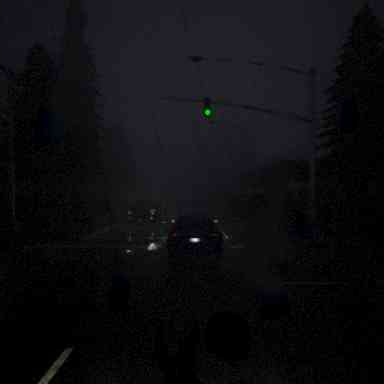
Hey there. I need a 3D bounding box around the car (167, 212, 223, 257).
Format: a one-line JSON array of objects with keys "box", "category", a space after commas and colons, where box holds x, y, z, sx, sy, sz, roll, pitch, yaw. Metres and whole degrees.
[{"box": [0.100, 1.580, 13.105, 1.994, 1.385, 4.181, 0, 0, 0], "category": "car"}]

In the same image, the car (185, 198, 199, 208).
[{"box": [0.003, 1.591, 49.677, 1.812, 1.442, 4.674, 0, 0, 0], "category": "car"}]

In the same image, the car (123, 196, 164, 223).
[{"box": [-3.589, 1.389, 25.500, 2.097, 1.767, 4.553, 0, 0, 0], "category": "car"}]

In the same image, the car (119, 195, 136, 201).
[{"box": [-16.185, 1.480, 83.365, 3.806, 1.475, 1.970, 0, 0, -1], "category": "car"}]

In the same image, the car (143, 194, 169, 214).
[{"box": [-3.584, 1.402, 35.420, 2.097, 1.767, 4.553, 0, 0, 0], "category": "car"}]

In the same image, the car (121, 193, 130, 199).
[{"box": [-16.777, 1.192, 80.037, 3.866, 1.878, 1.905, 0, 0, -1], "category": "car"}]
